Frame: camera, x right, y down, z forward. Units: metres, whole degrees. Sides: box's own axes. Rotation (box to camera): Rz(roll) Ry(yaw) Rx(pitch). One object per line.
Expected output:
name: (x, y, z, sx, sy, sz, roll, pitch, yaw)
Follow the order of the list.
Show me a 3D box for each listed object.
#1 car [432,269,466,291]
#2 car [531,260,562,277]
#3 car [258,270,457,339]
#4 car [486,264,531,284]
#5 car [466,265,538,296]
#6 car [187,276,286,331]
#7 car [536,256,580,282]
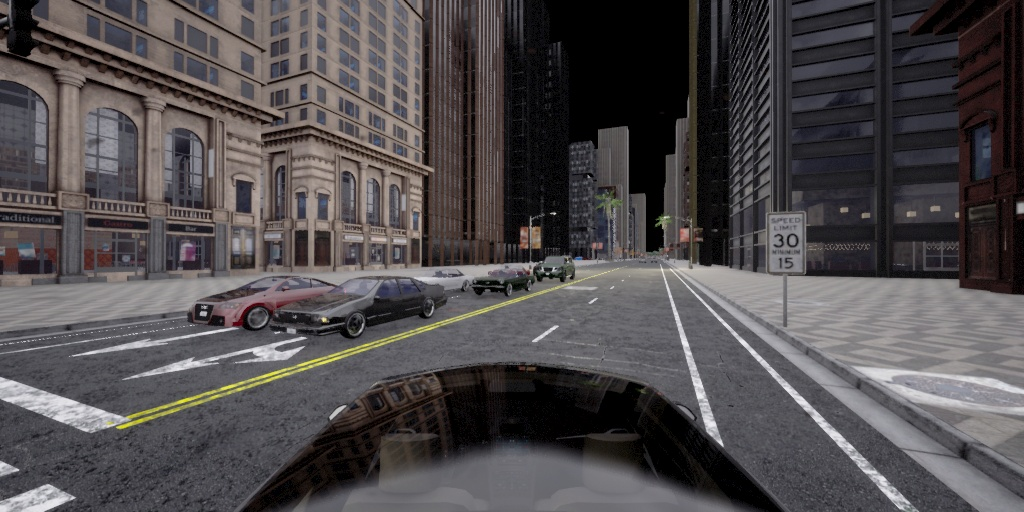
car: (-3.936, 1.356, 19.244, 1.895, 1.301, 4.718, 0, 0, 22)
car: (3.708, 1.250, 37.907, 1.882, 1.535, 5.008, 0, 0, 23)
car: (-3.969, 1.299, 10.542, 2.033, 1.411, 5.357, 0, 0, 22)
car: (-0.177, 1.364, 28.469, 1.895, 1.301, 4.718, 0, 0, 22)
car: (-0.352, 1.357, 19.423, 1.895, 1.301, 4.718, 0, 0, 22)
car: (-7.236, 1.315, 11.128, 1.994, 1.385, 4.181, 0, 0, 22)
car: (3.686, 0.986, 29.328, 2.150, 2.045, 5.566, 0, 0, 22)
